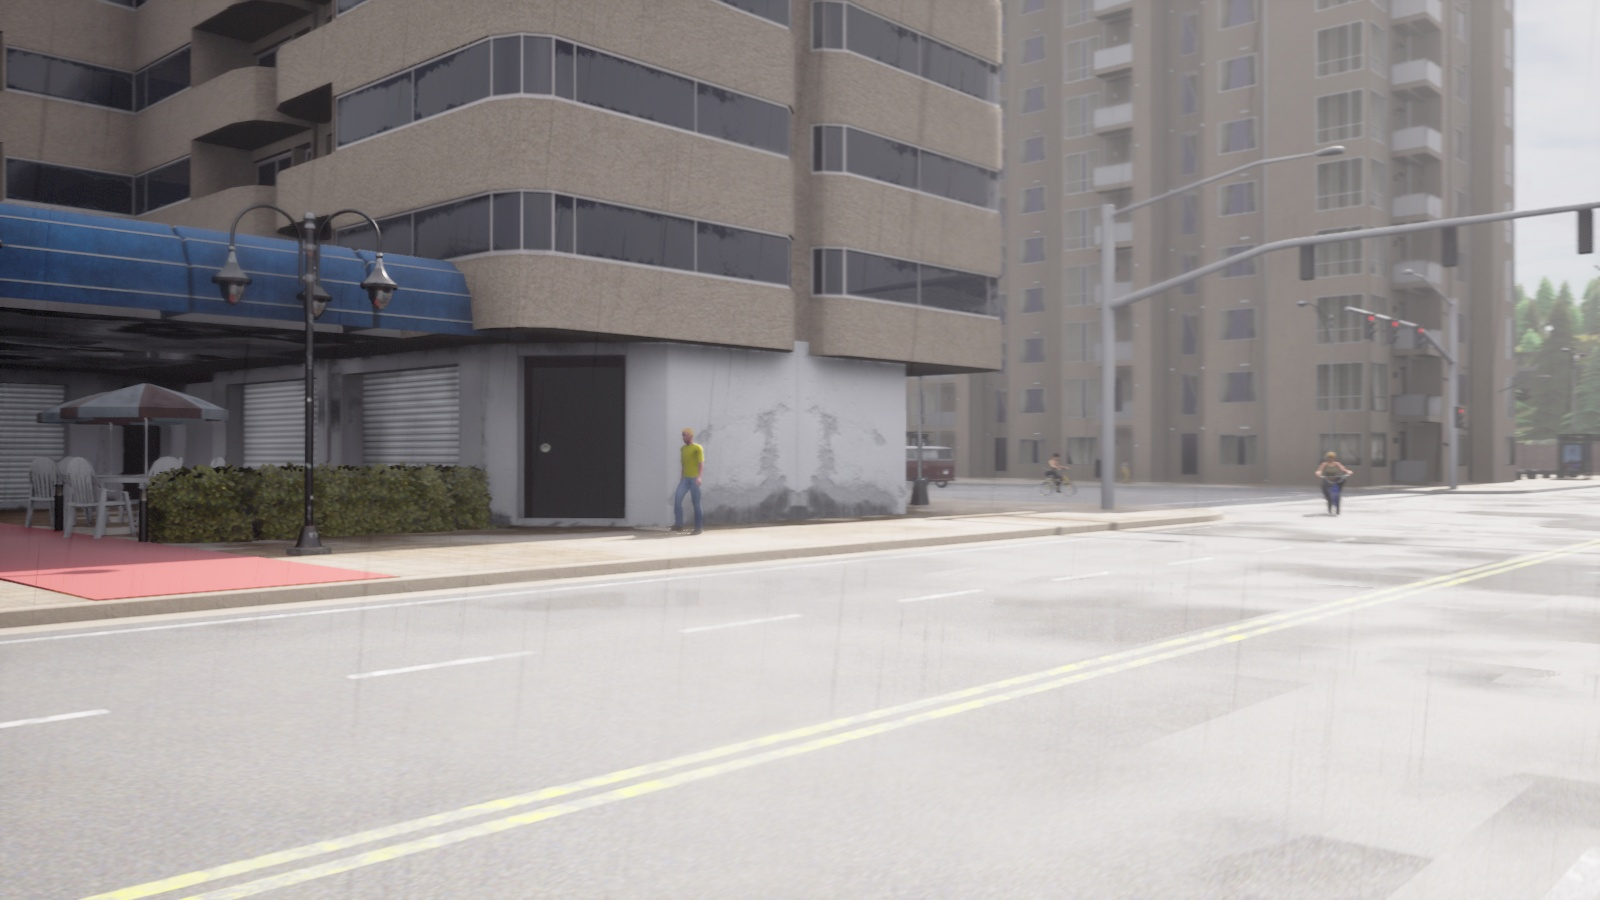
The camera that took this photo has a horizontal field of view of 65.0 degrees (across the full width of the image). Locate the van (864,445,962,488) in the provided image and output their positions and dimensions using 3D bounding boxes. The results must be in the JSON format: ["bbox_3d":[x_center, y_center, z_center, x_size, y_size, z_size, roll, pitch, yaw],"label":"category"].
[{"bbox_3d":[5.313,0.769,59.316,4.442,1.987,1.775,0,0,42],"label":"van"}]

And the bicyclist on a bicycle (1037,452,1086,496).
[{"bbox_3d":[9.588,0.872,46.050,1.509,1.612,0.866,0,0,42],"label":"bicyclist on a bicycle"}]

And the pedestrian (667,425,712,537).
[{"bbox_3d":[-1.852,0.515,21.058,0.354,1.836,0.706,0,0,40],"label":"pedestrian"}]

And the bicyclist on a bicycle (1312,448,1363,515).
[{"bbox_3d":[13.493,0.786,31.546,0.866,1.612,1.509,-2,-1,13],"label":"bicyclist on a bicycle"}]
